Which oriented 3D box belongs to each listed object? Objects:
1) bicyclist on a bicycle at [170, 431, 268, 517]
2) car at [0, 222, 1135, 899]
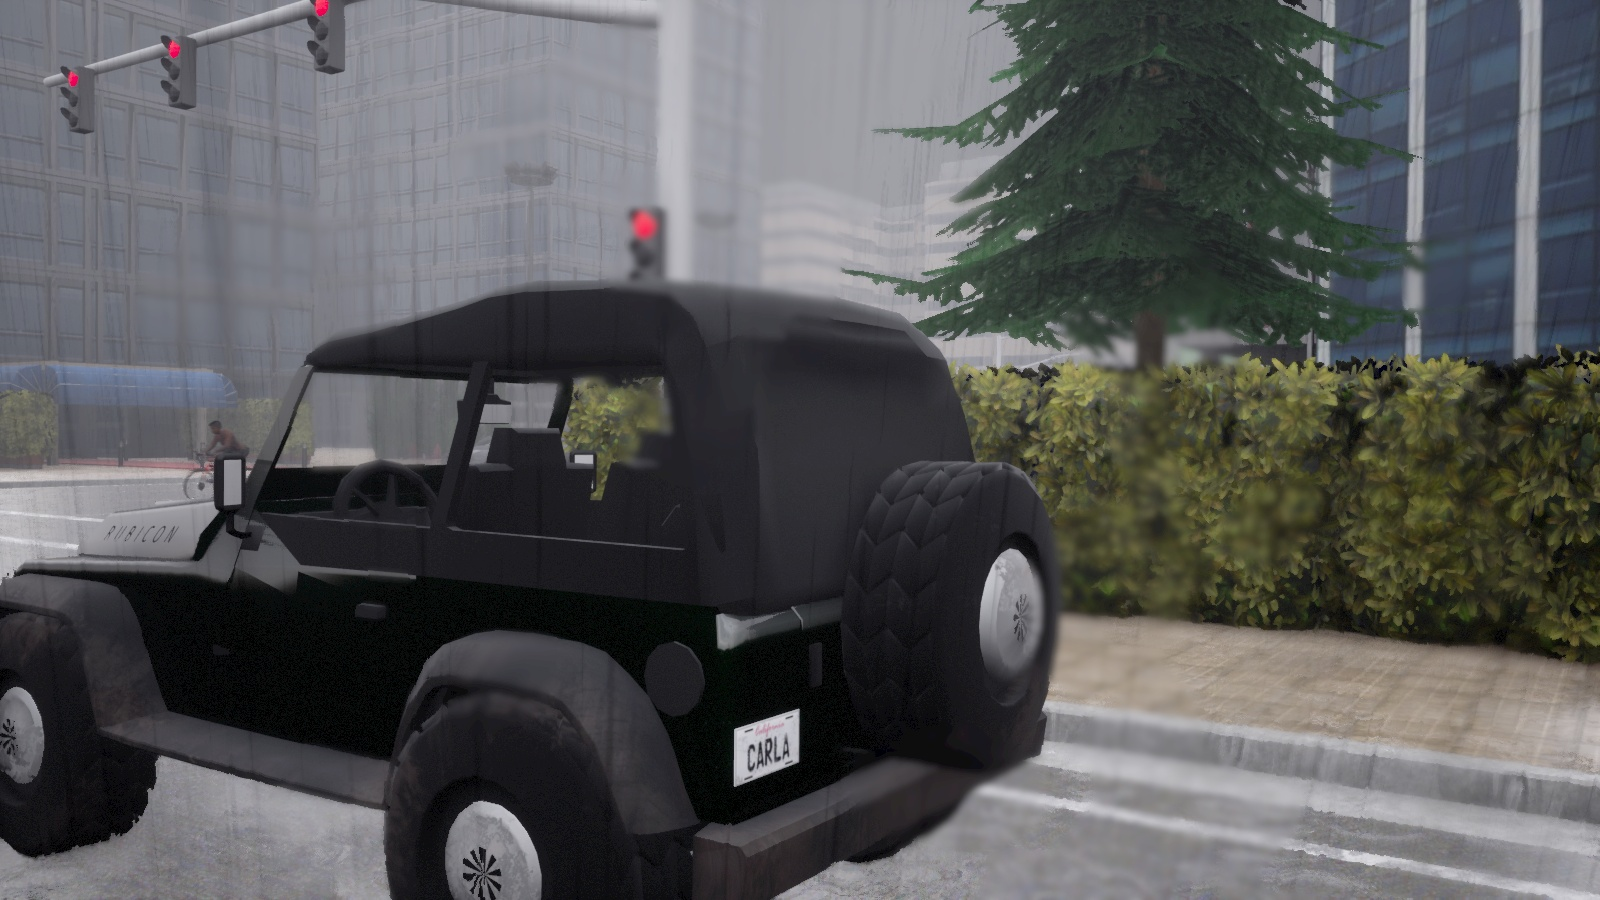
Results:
[{"bbox_3d":[-11.445,0.449,24.780,0.582,1.620,1.656,0,1,33],"label":"bicyclist on a bicycle"},{"bbox_3d":[-1.061,0.478,4.325,3.866,1.878,1.905,0,1,34],"label":"car"}]
